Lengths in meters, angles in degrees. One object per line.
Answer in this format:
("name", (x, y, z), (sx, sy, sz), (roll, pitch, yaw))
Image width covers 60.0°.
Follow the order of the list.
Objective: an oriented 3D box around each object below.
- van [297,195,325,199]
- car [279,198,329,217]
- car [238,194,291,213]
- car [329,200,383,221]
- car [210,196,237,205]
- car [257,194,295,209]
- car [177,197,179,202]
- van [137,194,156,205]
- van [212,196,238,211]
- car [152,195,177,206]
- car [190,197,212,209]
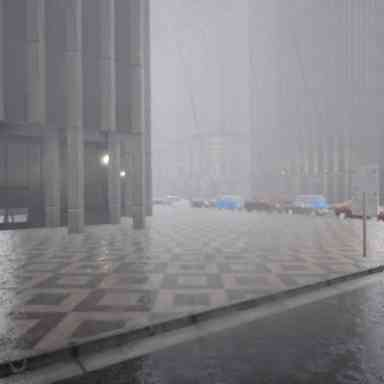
("van", (14.927, 1.308, 42.089), (1.690, 1.788, 3.998), (-1, 1, -36))
("car", (11.206, 1.649, 32.643), (2.008, 1.369, 4.403), (-1, 1, -36))
("car", (7.986, 1.390, 37.132), (2.192, 1.841, 5.009), (-1, 1, -36))
("car", (14.424, 1.666, 28.152), (1.887, 1.381, 4.507), (-1, 1, -36))
("car", (5.179, 1.426, 55.704), (1.752, 1.417, 4.829), (-1, 1, -36))
("car", (11.710, 1.260, 46.581), (2.192, 1.841, 5.009), (-1, 1, -36))
("car", (-4.371, 1.387, 69.043), (2.008, 1.369, 4.403), (-1, 1, -36))
("van", (-8.107, 1.307, 59.588), (1.690, 1.788, 3.998), (-1, 1, -36))
("van", (4.767, 1.394, 41.624), (1.690, 1.788, 3.998), (-1, 1, -36))
("car", (-4.887, 1.538, 55.099), (2.008, 1.369, 4.403), (-1, 1, -36))
("car", (1.550, 1.471, 46.115), (1.967, 1.590, 4.097), (-1, 1, -36))
